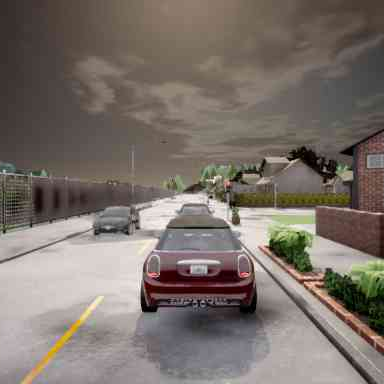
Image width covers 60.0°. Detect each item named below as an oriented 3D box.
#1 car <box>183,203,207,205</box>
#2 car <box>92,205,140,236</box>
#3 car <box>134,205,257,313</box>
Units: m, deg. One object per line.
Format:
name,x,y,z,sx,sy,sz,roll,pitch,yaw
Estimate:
car,0.152,1.352,17.538,2.097,1.767,4.553,0,0,0
car,-3.999,1.507,18.356,1.837,1.490,4.892,0,-1,1
car,0.120,1.352,7.840,2.097,1.767,4.553,0,0,0
